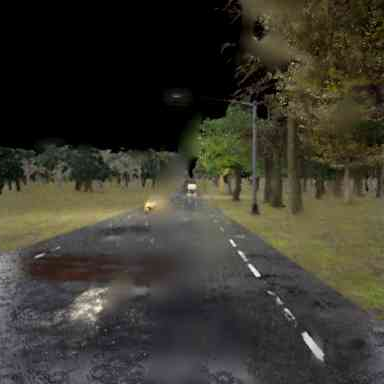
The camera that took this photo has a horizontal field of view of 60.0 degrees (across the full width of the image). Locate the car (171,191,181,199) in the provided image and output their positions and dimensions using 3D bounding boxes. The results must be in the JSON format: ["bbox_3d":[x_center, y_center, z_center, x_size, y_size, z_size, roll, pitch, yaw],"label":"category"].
[{"bbox_3d":[-3.508,0.735,73.894,2.097,1.767,4.553,0,1,0],"label":"car"}]

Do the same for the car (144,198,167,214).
[{"bbox_3d":[-3.597,1.303,33.465,1.882,1.535,5.008,0,0,0],"label":"car"}]

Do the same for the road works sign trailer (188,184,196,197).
[{"bbox_3d":[-0.010,-0.506,95.087,2.380,3.560,2.880,0,1,0],"label":"road works sign trailer"}]
